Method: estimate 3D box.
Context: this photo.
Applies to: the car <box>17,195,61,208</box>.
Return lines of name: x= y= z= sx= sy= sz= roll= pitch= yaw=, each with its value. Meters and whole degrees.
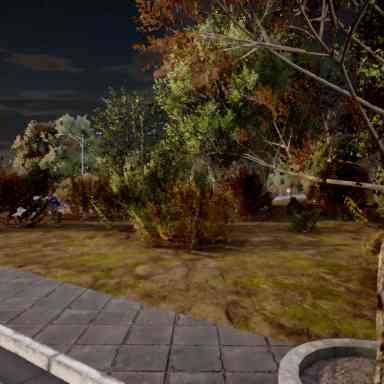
car: x=-20.038 y=1.222 z=43.862 sx=1.882 sy=1.535 sz=5.008 roll=0 pitch=0 yaw=32

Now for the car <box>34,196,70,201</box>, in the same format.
car: x=-17.523 y=1.247 z=41.286 sx=1.882 sy=1.535 sz=5.008 roll=0 pitch=0 yaw=32
